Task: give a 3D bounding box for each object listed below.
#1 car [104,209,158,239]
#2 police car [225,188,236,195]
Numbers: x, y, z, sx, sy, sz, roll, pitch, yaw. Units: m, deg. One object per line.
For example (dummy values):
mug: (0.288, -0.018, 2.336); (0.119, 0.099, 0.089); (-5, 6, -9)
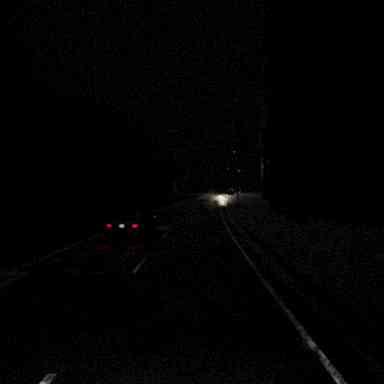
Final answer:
car: (-3.039, 1.580, 17.369); (2.033, 1.411, 5.357); (0, 0, 2)
police car: (10.527, 0.004, 94.215); (1.930, 1.638, 5.238); (0, 2, 11)
